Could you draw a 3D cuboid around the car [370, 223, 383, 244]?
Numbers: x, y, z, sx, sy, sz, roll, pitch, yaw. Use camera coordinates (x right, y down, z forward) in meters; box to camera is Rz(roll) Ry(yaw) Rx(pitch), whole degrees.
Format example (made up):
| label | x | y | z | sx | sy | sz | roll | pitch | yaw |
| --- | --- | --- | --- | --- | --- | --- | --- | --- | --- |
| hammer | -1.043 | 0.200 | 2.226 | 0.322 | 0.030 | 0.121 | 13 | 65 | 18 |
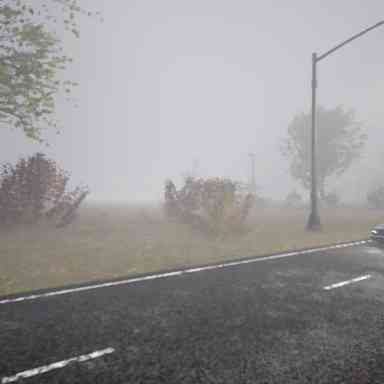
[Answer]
| label | x | y | z | sx | sy | sz | roll | pitch | yaw |
| --- | --- | --- | --- | --- | --- | --- | --- | --- | --- |
| car | 10.095 | 1.565 | 14.781 | 5.357 | 1.411 | 2.033 | 0 | 0 | -35 |
